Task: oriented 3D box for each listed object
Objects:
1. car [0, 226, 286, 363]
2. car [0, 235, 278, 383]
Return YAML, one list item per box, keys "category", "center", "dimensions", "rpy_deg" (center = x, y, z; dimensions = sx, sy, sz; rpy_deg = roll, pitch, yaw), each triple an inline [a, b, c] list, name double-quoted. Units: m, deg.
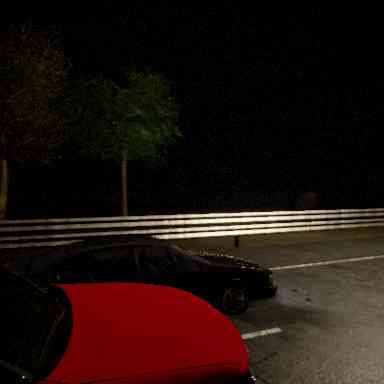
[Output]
- category: "car"
  center: [-1.090, 1.543, 6.110]
  dimensions: [5.357, 1.411, 2.033]
  rpy_deg: [0, 0, -24]
- category: "car"
  center: [-2.177, 1.223, 1.815]
  dimensions: [5.566, 2.045, 2.150]
  rpy_deg: [0, 0, -24]
